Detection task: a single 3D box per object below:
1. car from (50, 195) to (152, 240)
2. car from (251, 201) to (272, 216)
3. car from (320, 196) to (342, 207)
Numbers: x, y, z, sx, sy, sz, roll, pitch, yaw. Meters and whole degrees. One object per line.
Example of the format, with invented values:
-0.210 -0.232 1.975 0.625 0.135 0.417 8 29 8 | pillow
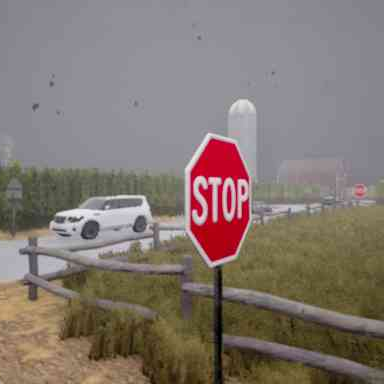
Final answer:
-4.542 1.224 17.553 2.150 2.045 5.566 0 1 36 | car
6.172 1.530 32.416 1.994 1.385 4.181 0 0 36 | car
18.423 1.310 43.987 1.837 1.490 4.892 0 0 36 | car
